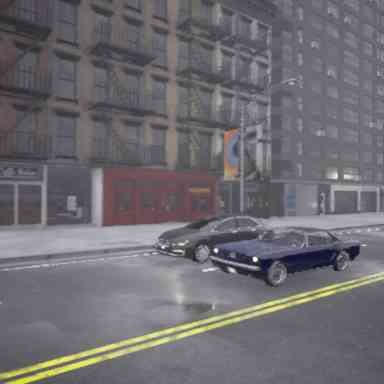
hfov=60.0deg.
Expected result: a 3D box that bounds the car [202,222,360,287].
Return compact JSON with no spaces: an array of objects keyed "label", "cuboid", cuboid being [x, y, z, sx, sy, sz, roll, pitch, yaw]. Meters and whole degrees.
[{"label":"car","cuboid":[2.819,1.695,9.690,4.718,1.301,1.895,1,0,-35]}]

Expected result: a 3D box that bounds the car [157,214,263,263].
[{"label":"car","cuboid":[1.022,1.600,12.398,4.892,1.490,1.837,1,-1,-35]}]
